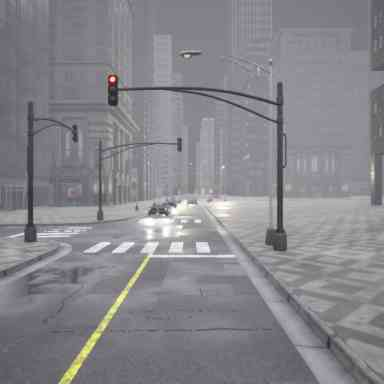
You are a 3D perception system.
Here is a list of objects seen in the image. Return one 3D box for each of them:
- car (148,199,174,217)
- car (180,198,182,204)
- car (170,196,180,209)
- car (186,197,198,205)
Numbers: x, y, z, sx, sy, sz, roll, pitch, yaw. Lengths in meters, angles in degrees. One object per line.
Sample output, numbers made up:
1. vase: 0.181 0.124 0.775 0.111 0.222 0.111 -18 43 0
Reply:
1. car: -3.085 1.601 32.000 1.895 1.301 4.718 0 0 0
2. car: -2.972 1.529 62.841 2.128 1.511 4.902 0 0 0
3. car: -3.076 1.605 46.625 1.895 1.301 4.718 0 0 0
4. car: 0.026 1.559 57.639 2.033 1.411 5.357 0 0 0
